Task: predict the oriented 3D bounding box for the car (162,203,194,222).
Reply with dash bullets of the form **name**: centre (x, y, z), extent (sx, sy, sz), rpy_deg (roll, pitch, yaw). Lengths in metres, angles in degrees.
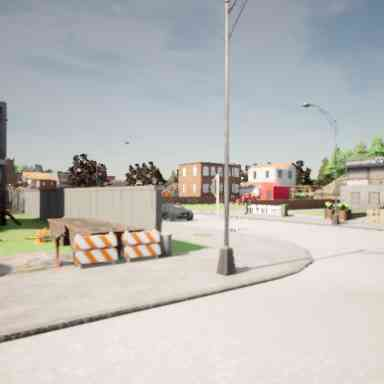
- **car**: centre (-1.630, 1.617, 27.271), extent (1.994, 1.385, 4.181), rpy_deg (0, 0, -35)
